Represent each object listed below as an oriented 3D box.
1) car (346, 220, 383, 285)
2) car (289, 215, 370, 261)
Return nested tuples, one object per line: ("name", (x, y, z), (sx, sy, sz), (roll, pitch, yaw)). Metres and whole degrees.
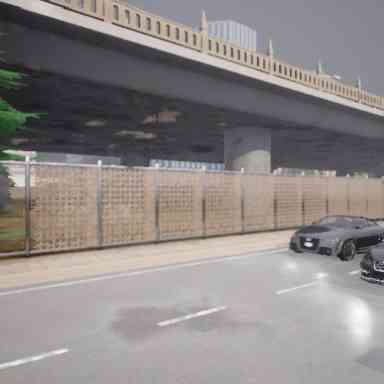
("car", (6.144, 1.497, 8.372), (4.892, 1.490, 1.837), (0, 0, -35))
("car", (5.498, 1.555, 12.206), (4.181, 1.385, 1.994), (0, 0, -35))
